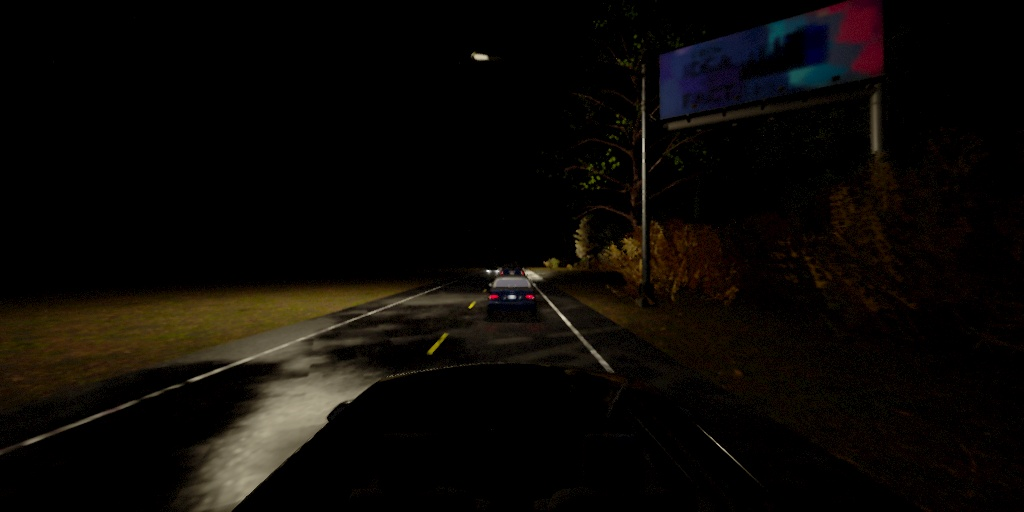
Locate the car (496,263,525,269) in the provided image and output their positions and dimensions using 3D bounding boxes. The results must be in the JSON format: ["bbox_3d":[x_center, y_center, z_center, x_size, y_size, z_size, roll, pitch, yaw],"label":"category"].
[{"bbox_3d":[0.024,1.406,30.257,2.097,1.767,4.553,0,-1,0],"label":"car"}]

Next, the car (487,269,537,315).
[{"bbox_3d":[0.010,1.433,14.374,2.033,1.411,5.357,0,-1,0],"label":"car"}]
